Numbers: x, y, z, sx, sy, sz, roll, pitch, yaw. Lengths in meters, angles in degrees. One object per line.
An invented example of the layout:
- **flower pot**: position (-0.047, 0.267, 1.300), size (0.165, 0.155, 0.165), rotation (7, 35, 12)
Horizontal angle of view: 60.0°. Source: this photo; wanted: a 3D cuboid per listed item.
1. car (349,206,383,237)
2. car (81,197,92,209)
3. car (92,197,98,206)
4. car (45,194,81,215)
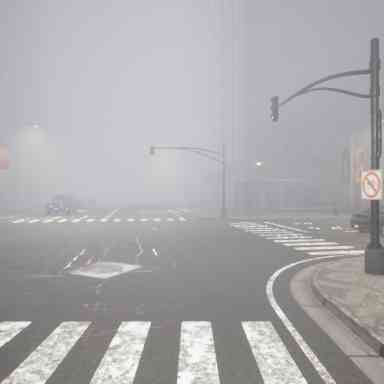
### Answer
- **car**: position (10.856, 1.501, 17.560), size (4.892, 1.490, 1.837), rotation (0, 0, -9)
- **car**: position (-14.922, 1.589, 44.026), size (1.994, 1.385, 4.181), rotation (0, 0, -10)
- **car**: position (-16.529, 1.514, 54.058), size (1.882, 1.535, 5.008), rotation (0, 0, -9)
- **car**: position (-13.313, 1.238, 34.167), size (2.150, 2.045, 5.566), rotation (0, 0, -10)
